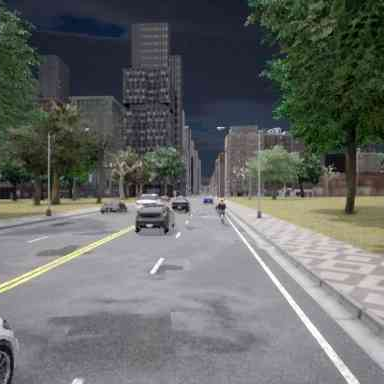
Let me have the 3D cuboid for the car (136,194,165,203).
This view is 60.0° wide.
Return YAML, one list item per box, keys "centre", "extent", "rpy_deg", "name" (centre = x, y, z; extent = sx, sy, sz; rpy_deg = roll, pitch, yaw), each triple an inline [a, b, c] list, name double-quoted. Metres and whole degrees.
- centre: [-4.786, 1.262, 37.042]
  extent: [2.150, 2.045, 5.566]
  rpy_deg: [0, 0, 3]
  name: "car"

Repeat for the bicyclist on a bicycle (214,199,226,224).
- centre: [2.070, 1.386, 23.173]
  extent: [0.659, 1.776, 1.843]
  rpy_deg: [0, 0, 3]
  name: "bicyclist on a bicycle"

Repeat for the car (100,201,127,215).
- centre: [-8.140, 1.599, 34.877]
  extent: [1.994, 1.385, 4.181]
  rpy_deg: [0, 0, 3]
  name: "car"

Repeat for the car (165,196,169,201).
- centre: [-6.123, 1.619, 75.987]
  extent: [1.882, 1.535, 5.008]
  rpy_deg: [0, 0, 3]
  name: "car"

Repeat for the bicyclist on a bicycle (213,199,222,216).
- centre: [2.502, 1.468, 32.418]
  extent: [0.866, 1.612, 1.509]
  rpy_deg: [0, 0, 3]
  name: "bicyclist on a bicycle"

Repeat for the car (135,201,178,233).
- centre: [-2.129, 1.515, 19.928]
  extent: [1.837, 1.490, 4.892]
  rpy_deg: [0, 0, 3]
  name: "car"

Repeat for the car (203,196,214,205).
- centre: [3.176, 1.589, 63.992]
  extent: [1.882, 1.535, 5.008]
  rpy_deg: [0, 0, 3]
  name: "car"

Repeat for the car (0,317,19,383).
- centre: [-2.970, 1.526, 1.881]
  extent: [1.812, 1.442, 4.674]
  rpy_deg: [0, 0, 3]
  name: "car"

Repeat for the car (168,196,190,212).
- centre: [-1.252, 1.522, 38.744]
  extent: [1.882, 1.535, 5.008]
  rpy_deg: [0, 0, 3]
  name: "car"
